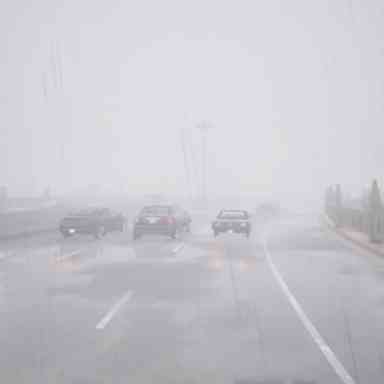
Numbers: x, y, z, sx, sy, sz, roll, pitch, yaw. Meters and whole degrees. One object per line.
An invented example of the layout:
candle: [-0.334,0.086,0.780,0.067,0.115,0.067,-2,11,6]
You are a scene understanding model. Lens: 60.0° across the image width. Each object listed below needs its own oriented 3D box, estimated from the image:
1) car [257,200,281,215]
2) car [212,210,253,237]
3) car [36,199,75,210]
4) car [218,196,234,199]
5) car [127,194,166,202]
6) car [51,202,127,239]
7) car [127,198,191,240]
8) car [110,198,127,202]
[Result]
car: [8.141,1.600,35.185,1.812,1.442,4.674,0,0,24]
car: [2.367,1.632,18.369,1.895,1.301,4.718,0,0,13]
car: [-14.465,1.501,35.743,1.812,1.442,4.674,0,0,21]
car: [6.934,1.624,71.343,2.033,1.411,5.357,0,0,41]
car: [-5.064,1.241,40.411,2.150,2.045,5.566,0,0,24]
car: [-4.949,1.502,17.338,1.837,1.490,4.892,0,0,11]
car: [-1.392,1.365,17.267,2.097,1.767,4.553,0,0,11]
car: [-8.718,1.497,40.668,2.128,1.511,4.902,0,0,24]
